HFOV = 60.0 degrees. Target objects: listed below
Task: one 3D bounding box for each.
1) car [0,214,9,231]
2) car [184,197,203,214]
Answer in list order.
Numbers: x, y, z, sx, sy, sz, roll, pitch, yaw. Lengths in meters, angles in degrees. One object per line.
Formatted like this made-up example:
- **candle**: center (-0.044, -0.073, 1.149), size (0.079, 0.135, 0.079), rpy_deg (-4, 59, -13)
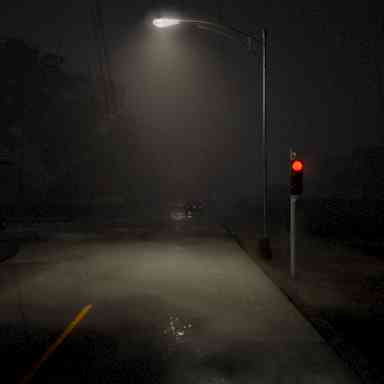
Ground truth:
- **car**: center (-12.685, 1.478, 18.158), size (5.008, 1.535, 1.882), rpy_deg (0, 0, 1)
- **car**: center (0.157, 1.547, 35.415), size (2.033, 1.411, 5.357), rpy_deg (0, 0, -1)
